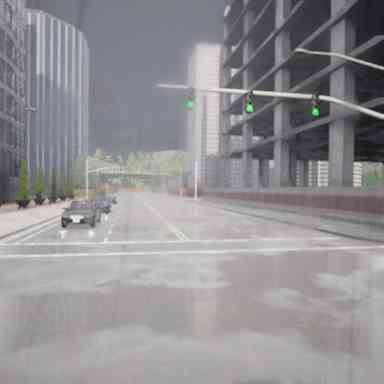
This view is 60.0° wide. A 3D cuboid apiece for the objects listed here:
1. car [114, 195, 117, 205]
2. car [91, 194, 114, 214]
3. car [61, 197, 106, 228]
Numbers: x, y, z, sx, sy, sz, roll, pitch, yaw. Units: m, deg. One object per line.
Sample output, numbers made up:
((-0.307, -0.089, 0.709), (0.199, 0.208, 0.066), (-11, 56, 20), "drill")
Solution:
((-11.709, 1.057, 47.390), (1.812, 1.442, 4.674), (0, 0, -10), "car")
((-8.618, 1.050, 30.552), (2.097, 1.767, 4.553), (0, 0, -10), "car")
((-6.781, 1.287, 20.636), (2.128, 1.511, 4.902), (1, 0, -10), "car")
